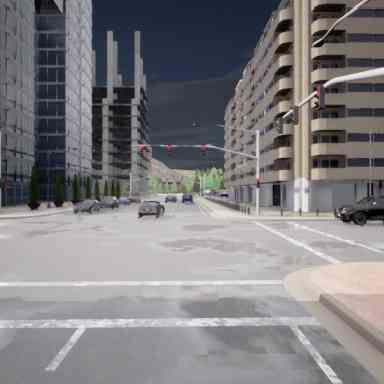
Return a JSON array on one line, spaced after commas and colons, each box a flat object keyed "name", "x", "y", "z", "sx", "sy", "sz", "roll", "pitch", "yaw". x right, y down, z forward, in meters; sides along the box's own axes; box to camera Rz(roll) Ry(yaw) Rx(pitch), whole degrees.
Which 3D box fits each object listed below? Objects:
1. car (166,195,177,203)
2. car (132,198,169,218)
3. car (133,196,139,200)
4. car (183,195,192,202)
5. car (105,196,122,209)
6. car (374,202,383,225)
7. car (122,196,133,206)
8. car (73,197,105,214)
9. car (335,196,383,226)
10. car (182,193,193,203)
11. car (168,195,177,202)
[{"name": "car", "x": -4.425, "y": 1.352, "z": 69.099, "sx": 2.097, "sy": 1.767, "sz": 4.553, "roll": 0, "pitch": 0, "yaw": -1}, {"name": "car", "x": -3.669, "y": 1.547, "z": 30.265, "sx": 2.033, "sy": 1.411, "sz": 5.357, "roll": 0, "pitch": 0, "yaw": 2}, {"name": "car", "x": -11.407, "y": 1.547, "z": 65.685, "sx": 2.033, "sy": 1.411, "sz": 5.357, "roll": 0, "pitch": 0, "yaw": 0}, {"name": "car", "x": -1.063, "y": 1.473, "z": 79.242, "sx": 1.882, "sy": 1.535, "sz": 5.008, "roll": 0, "pitch": 0, "yaw": -1}, {"name": "car", "x": -11.184, "y": 1.352, "z": 44.549, "sx": 2.097, "sy": 1.767, "sz": 4.553, "roll": 0, "pitch": 0, "yaw": -1}, {"name": "car", "x": 14.294, "y": 1.547, "z": 20.281, "sx": 4.902, "sy": 1.511, "sz": 2.128, "roll": 0, "pitch": 0, "yaw": -1}, {"name": "car", "x": -11.311, "y": 1.526, "z": 54.384, "sx": 1.812, "sy": 1.442, "sz": 4.674, "roll": 0, "pitch": 0, "yaw": -1}, {"name": "car", "x": -11.076, "y": 1.505, "z": 35.358, "sx": 1.837, "sy": 1.490, "sz": 4.892, "roll": 0, "pitch": 0, "yaw": 0}, {"name": "car", "x": 13.231, "y": 1.277, "z": 23.764, "sx": 5.566, "sy": 2.045, "sz": 2.150, "roll": 0, "pitch": 0, "yaw": -1}, {"name": "car", "x": -0.917, "y": 1.221, "z": 68.509, "sx": 2.150, "sy": 2.045, "sz": 5.566, "roll": 0, "pitch": 0, "yaw": -1}, {"name": "car", "x": -4.562, "y": 1.473, "z": 79.193, "sx": 1.882, "sy": 1.535, "sz": 5.008, "roll": 0, "pitch": 0, "yaw": -1}]
